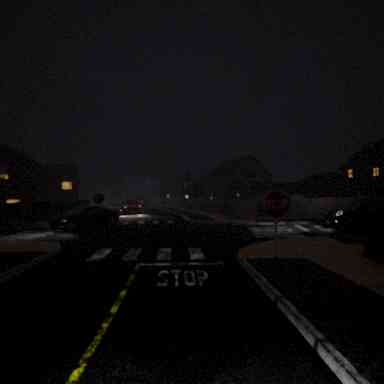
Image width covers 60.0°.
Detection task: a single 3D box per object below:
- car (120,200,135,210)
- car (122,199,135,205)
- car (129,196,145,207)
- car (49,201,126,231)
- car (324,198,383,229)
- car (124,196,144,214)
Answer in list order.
[{"bbox_3d":[-10.439,2.037,53.632,2.033,1.411,5.357,0,-1,-15],"label":"car"},{"bbox_3d":[-14.132,2.177,73.616,1.994,1.385,4.181,0,-1,-22],"label":"car"},{"bbox_3d":[-10.567,1.821,63.749,2.150,2.045,5.566,0,-1,-19],"label":"car"},{"bbox_3d":[-7.325,1.683,23.073,1.882,1.535,5.008,1,2,37],"label":"car"},{"bbox_3d":[10.381,1.171,19.899,4.553,1.767,2.097,-1,1,2],"label":"car"},{"bbox_3d":[-7.022,1.667,39.189,2.097,1.767,4.553,0,-1,-12],"label":"car"}]
